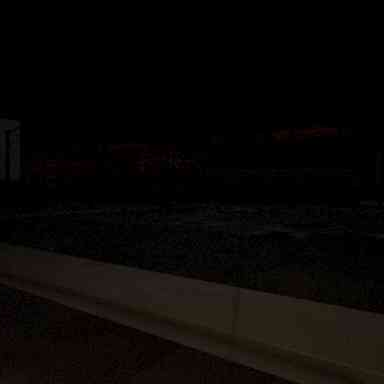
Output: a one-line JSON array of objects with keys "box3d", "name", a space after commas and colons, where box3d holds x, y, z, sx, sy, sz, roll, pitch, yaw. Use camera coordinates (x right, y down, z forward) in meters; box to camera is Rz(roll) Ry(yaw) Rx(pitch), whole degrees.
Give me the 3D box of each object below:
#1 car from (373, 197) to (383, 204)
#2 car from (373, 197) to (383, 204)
[{"box3d": [37.534, 1.576, 65.374, 1.853, 1.218, 4.536, 1, 1, 6], "name": "car"}, {"box3d": [37.527, 1.734, 65.323, 2.038, 1.542, 4.974, 1, 1, 6], "name": "car"}]
